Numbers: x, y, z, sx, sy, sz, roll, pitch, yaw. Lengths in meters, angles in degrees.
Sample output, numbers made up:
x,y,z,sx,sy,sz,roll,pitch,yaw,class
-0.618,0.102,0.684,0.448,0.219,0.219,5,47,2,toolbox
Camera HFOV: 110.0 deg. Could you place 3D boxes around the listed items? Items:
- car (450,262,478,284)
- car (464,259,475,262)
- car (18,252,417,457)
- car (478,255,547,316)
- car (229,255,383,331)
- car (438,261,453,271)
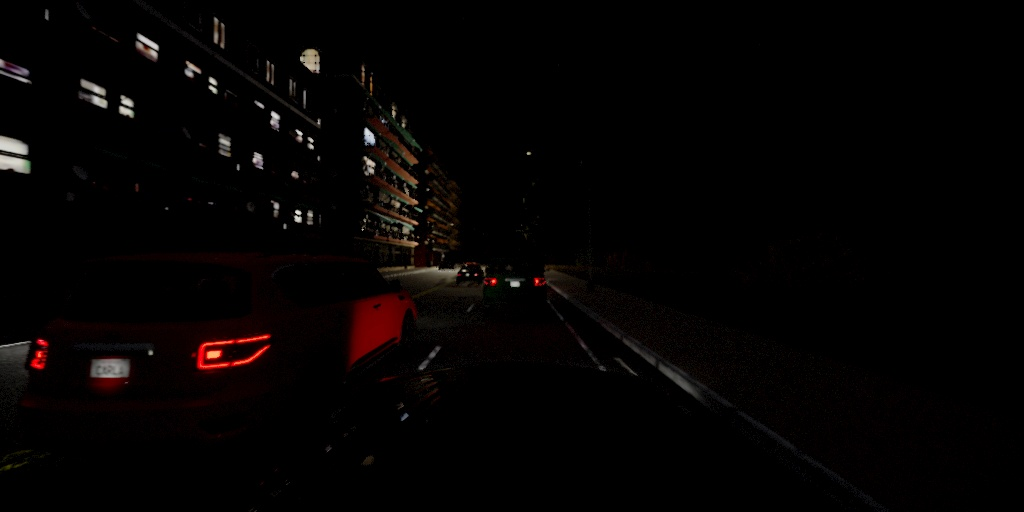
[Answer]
x,y,z,sx,sy,sz,roll,pitch,yaw,class
-3.141,1.388,27.849,2.033,1.411,5.357,0,0,0,car
-6.560,1.281,55.120,2.097,1.767,4.553,0,0,0,car
-3.149,0.984,5.495,2.150,2.045,5.566,0,0,0,car
0.099,1.010,13.875,2.150,2.045,5.566,0,-1,0,car
-6.596,1.009,12.505,2.150,2.045,5.566,0,0,0,car
-9.814,1.432,53.890,1.837,1.490,4.892,0,-1,0,car
